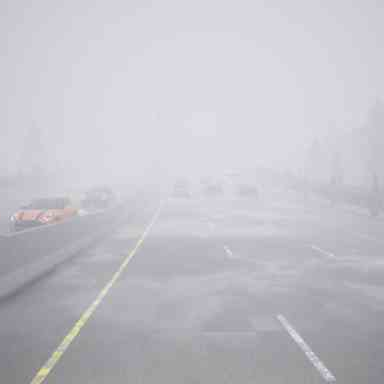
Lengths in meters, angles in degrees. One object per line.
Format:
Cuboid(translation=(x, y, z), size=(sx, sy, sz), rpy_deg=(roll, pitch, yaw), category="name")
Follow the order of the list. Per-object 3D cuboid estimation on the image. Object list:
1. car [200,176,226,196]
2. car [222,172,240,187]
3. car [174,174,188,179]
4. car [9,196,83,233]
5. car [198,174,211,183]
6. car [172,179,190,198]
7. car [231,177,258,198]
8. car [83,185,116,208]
Cuboid(translation=(2.347, -0.560, 38.167), size=(1.882, 1.535, 5.008), rpy_deg=(0, 7, -2), category="car")
Cuboid(translation=(5.492, -1.846, 46.457), size=(2.150, 2.045, 5.566), rpy_deg=(0, 7, -2), category="car")
Cuboid(translation=(-1.532, -1.823, 48.102), size=(1.882, 1.535, 5.008), rpy_deg=(0, 7, -1), category="car")
Cuboid(translation=(-7.683, 1.101, 17.635), size=(2.097, 1.767, 4.553), rpy_deg=(0, 3, -2), category="car")
Cuboid(translation=(2.012, -1.862, 48.529), size=(1.882, 1.535, 5.008), rpy_deg=(0, 7, -2), category="car")
Cuboid(translation=(-1.158, -0.234, 35.987), size=(2.033, 1.411, 5.357), rpy_deg=(0, 7, -1), category="car")
Cuboid(translation=(5.899, -0.337, 36.468), size=(1.882, 1.535, 5.008), rpy_deg=(0, 7, -2), category="car")
Cuboid(translation=(-8.040, 0.308, 28.940), size=(2.097, 1.767, 4.553), rpy_deg=(0, 5, -1), category="car")
